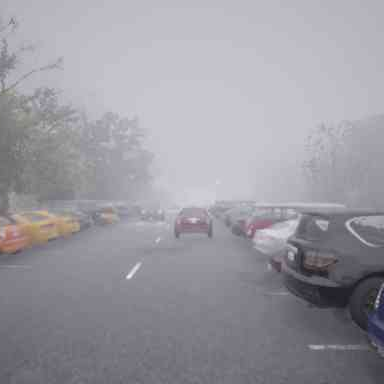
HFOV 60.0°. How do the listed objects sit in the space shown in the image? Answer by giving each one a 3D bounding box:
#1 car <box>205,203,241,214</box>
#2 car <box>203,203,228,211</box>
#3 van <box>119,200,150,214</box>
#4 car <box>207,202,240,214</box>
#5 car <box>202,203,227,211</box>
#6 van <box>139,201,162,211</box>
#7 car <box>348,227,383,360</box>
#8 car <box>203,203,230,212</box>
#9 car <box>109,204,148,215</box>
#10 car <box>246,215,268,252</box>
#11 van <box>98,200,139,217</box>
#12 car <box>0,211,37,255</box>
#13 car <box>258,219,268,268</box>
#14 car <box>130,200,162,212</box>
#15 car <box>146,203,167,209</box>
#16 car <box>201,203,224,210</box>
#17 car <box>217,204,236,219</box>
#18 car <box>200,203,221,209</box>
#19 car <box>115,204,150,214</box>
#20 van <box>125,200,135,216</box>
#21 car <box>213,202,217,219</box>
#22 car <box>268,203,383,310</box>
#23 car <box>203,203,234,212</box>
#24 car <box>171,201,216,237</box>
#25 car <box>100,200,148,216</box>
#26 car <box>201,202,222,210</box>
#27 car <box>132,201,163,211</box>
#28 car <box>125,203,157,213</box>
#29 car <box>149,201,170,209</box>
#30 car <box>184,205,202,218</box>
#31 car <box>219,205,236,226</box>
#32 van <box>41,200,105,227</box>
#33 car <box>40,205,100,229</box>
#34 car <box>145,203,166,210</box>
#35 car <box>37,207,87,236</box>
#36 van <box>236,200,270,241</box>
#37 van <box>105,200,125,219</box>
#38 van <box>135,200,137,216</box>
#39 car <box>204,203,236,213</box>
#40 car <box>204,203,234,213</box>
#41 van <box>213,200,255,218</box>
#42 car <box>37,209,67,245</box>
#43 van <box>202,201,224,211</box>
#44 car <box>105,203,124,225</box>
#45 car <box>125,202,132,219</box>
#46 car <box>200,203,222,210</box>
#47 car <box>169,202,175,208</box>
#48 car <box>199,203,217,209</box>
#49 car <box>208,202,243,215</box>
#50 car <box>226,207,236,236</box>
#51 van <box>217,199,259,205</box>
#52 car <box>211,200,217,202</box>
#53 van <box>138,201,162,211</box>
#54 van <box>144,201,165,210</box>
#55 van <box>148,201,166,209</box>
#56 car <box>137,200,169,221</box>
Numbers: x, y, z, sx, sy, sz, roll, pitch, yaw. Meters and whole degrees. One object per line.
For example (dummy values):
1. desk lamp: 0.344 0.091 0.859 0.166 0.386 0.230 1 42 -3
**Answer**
1. car: 4.675 2.507 50.718 5.366 1.575 1.946 0 -2 0
2. car: 4.506 2.971 64.591 4.792 1.488 2.163 0 -2 0
3. van: -8.706 2.285 50.700 4.442 1.987 1.878 0 -2 0
4. car: 4.524 2.299 47.946 4.553 1.767 2.185 0 -2 0
5. car: 4.503 3.057 67.365 4.792 1.488 2.163 0 -2 0
6. van: -8.725 2.891 70.208 4.442 1.987 1.878 0 -2 0
7. car: 4.505 1.398 3.560 4.553 1.767 2.185 0 -1 0
8. car: 4.508 2.885 61.816 4.792 1.488 2.163 0 -2 0
9. car: -8.579 2.342 45.281 5.008 1.535 2.097 0 -2 0
10. car: 4.526 1.686 11.880 4.674 1.452 2.002 0 -1 0
11. van: -8.696 1.940 39.625 4.442 1.987 1.878 0 -2 0
12. car: -8.520 1.523 12.068 4.553 1.767 2.185 0 -1 0
13. car: 4.502 1.634 9.105 4.792 1.488 2.163 0 -1 0
14. car: -8.573 2.607 61.903 5.566 2.045 2.435 0 -2 0
15. car: -8.649 3.506 81.141 4.792 1.488 2.163 0 -2 0
16. car: 4.439 3.230 72.916 4.792 1.488 2.163 0 -2 0
17. car: 4.512 1.894 25.760 4.674 1.452 2.002 0 -1 0
18. car: 4.643 3.576 83.883 5.366 1.575 1.946 0 -2 0
19. car: -8.585 2.468 48.049 4.674 1.452 2.002 0 -2 0
20. van: -8.457 1.768 34.080 4.442 1.987 1.878 0 -1 0
21. car: 4.480 1.967 31.318 4.792 1.488 2.163 0 -1 0
22. car: 4.562 1.311 6.333 5.566 2.045 2.435 0 -1 0
23. car: 4.667 2.766 59.042 5.366 1.575 1.946 0 -2 0
24. car: 0.080 1.641 20.047 2.097 1.767 4.553 0 -1 0
25. car: -8.553 2.001 42.395 5.566 2.045 2.435 0 -2 0
26. car: 4.434 3.163 75.692 4.553 1.767 2.185 0 -2 0
27. car: -8.575 2.693 64.672 5.566 2.045 2.435 0 -2 0
28. car: -8.590 2.686 56.356 5.008 1.535 2.097 0 -2 0
29. car: -8.657 3.553 89.580 5.566 2.045 2.435 0 -2 0
30. car: 0.062 2.219 38.629 1.994 1.385 4.181 0 -2 0
31. car: 4.547 1.842 22.983 4.792 1.488 2.163 0 -1 0
32. van: -8.680 1.589 23.150 4.442 1.987 1.878 0 -1 0
33. car: -8.554 1.775 20.377 4.892 1.521 2.231 0 -1 0
34. car: -8.646 3.413 78.503 4.792 1.488 2.163 0 -2 0
35. car: -8.552 1.732 17.607 5.008 1.535 2.097 0 -1 0
36. van: 4.409 1.462 14.660 4.442 1.987 1.878 0 -1 0
37. van: -8.451 1.672 28.689 4.442 1.987 1.878 0 -1 0
38. van: -8.693 1.858 36.981 4.442 1.987 1.878 0 -2 0
39. car: 4.494 2.598 53.492 4.892 1.521 2.231 0 -2 0
40. car: 4.478 2.684 56.267 4.892 1.521 2.231 0 -2 0
41. van: 4.620 1.854 36.850 4.442 1.987 1.878 0 -2 0
42. car: -8.549 1.688 14.711 5.008 1.535 2.097 0 -1 0
43. van: 4.354 2.888 70.148 4.442 1.987 1.878 0 -2 0
44. car: -8.381 1.853 25.918 5.366 1.575 1.946 0 -1 0
45. car: -8.576 1.939 31.455 5.008 1.535 2.097 0 -1 0
46. car: 4.469 3.382 78.466 4.892 1.521 2.231 0 -2 0
47. car: -3.571 3.292 72.447 1.895 1.301 4.718 0 -2 0
48. car: 4.443 3.914 92.325 4.892 1.521 2.231 0 -2 0
49. car: 4.527 2.212 45.172 4.553 1.767 2.185 0 -2 0
50. car: 4.517 1.729 17.433 5.008 1.535 2.097 0 -1 0
51. van: 4.629 1.670 28.540 4.442 1.987 1.878 0 -1 0
52. car: 4.478 1.742 34.076 5.566 2.045 2.435 0 -2 0
53. van: -8.489 2.805 67.439 4.442 1.987 1.878 0 -2 0
54. van: -8.506 3.066 75.761 4.442 1.987 1.878 0 -2 0
55. van: -8.739 3.355 83.920 4.442 1.987 1.878 0 -2 0
56. car: -3.627 1.819 31.872 2.097 1.767 4.553 0 -1 0
